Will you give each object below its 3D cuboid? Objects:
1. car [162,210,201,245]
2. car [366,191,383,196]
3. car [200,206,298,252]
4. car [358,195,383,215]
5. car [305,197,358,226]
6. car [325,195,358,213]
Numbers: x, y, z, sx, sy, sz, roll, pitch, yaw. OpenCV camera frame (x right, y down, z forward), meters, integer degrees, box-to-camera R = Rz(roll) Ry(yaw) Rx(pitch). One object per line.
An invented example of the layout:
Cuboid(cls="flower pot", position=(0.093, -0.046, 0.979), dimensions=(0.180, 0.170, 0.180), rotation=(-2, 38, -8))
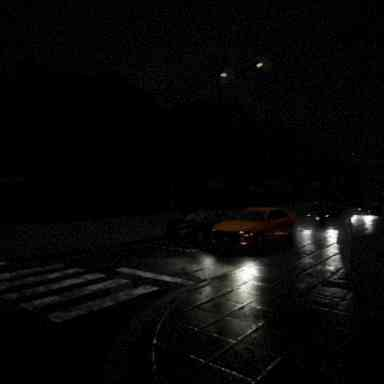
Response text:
Cuboid(cls="car", position=(0.534, 1.482, 15.069), dimensions=(2.008, 1.369, 4.403), rotation=(-1, 0, 39))
Cuboid(cls="car", position=(25.457, 0.802, 46.036), dimensions=(2.192, 1.841, 5.009), rotation=(-1, 0, 39))
Cuboid(cls="car", position=(2.720, 1.375, 13.741), dimensions=(1.882, 1.535, 5.008), rotation=(-1, 0, 39))
Cuboid(cls="car", position=(15.121, 1.230, 29.127), dimensions=(1.994, 1.385, 4.181), rotation=(-1, 0, 39))
Cuboid(cls="car", position=(8.884, 1.283, 21.399), dimensions=(1.837, 1.490, 4.892), rotation=(-1, 0, 39))
Cuboid(cls="car", position=(14.775, 1.107, 32.765), dimensions=(1.967, 1.590, 4.097), rotation=(-1, 0, 39))
